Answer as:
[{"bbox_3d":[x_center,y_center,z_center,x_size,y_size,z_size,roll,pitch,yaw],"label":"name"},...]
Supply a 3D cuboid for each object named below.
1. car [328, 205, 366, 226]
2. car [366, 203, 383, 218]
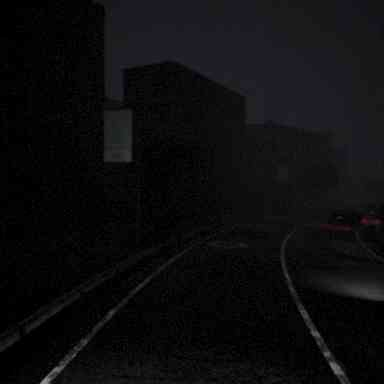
[{"bbox_3d":[12.765,1.850,27.604,1.882,1.535,5.008,4,1,35],"label":"car"},{"bbox_3d":[21.376,2.085,38.070,2.128,1.511,4.902,5,3,44],"label":"car"}]
